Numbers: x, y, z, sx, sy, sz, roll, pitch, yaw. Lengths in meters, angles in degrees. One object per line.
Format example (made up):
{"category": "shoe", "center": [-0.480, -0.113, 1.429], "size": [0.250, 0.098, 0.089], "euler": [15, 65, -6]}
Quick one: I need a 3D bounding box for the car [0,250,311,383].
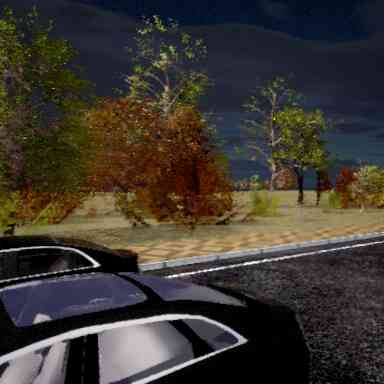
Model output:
{"category": "car", "center": [-1.207, 1.477, 2.309], "size": [4.902, 1.511, 2.128], "euler": [0, 0, -35]}

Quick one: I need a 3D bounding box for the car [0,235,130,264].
{"category": "car", "center": [-3.074, 1.474, 4.970], "size": [4.892, 1.490, 1.837], "euler": [0, 0, -35]}
